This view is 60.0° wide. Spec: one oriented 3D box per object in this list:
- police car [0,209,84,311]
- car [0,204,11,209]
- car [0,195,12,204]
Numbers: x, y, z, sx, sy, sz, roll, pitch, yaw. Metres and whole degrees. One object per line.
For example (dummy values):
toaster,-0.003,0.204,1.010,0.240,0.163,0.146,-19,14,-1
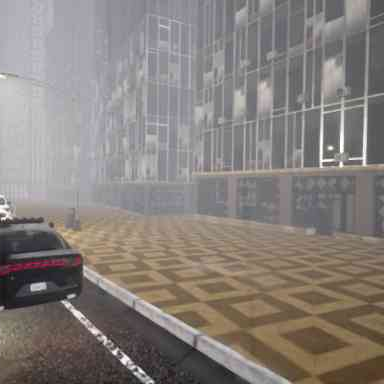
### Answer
police car,-4.113,1.413,7.799,1.930,1.638,5.238,0,0,-35
car,-9.501,1.500,15.797,1.812,1.442,4.674,0,0,-33
car,-12.620,1.189,20.785,2.150,2.045,5.566,0,0,-31
